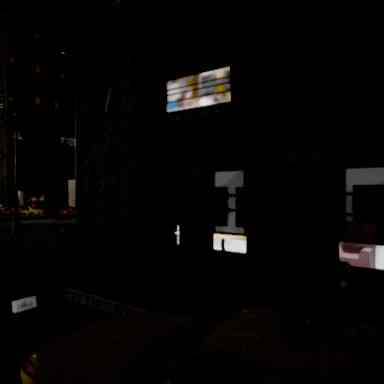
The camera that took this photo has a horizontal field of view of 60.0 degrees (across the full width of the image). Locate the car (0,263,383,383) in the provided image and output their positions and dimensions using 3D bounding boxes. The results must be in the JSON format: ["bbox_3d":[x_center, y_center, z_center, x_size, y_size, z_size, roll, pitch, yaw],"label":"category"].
[{"bbox_3d":[0.558,1.521,2.477,4.829,1.417,1.752,0,0,35],"label":"car"}]

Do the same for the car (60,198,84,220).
[{"bbox_3d":[-9.699,1.491,31.743,2.150,2.045,5.566,0,-1,35],"label":"car"}]

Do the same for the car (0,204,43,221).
[{"bbox_3d":[-15.244,1.675,28.342,1.752,1.417,4.829,-1,-2,35],"label":"car"}]

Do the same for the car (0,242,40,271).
[{"bbox_3d":[-3.939,1.530,5.667,4.313,1.339,1.947,0,0,35],"label":"car"}]
